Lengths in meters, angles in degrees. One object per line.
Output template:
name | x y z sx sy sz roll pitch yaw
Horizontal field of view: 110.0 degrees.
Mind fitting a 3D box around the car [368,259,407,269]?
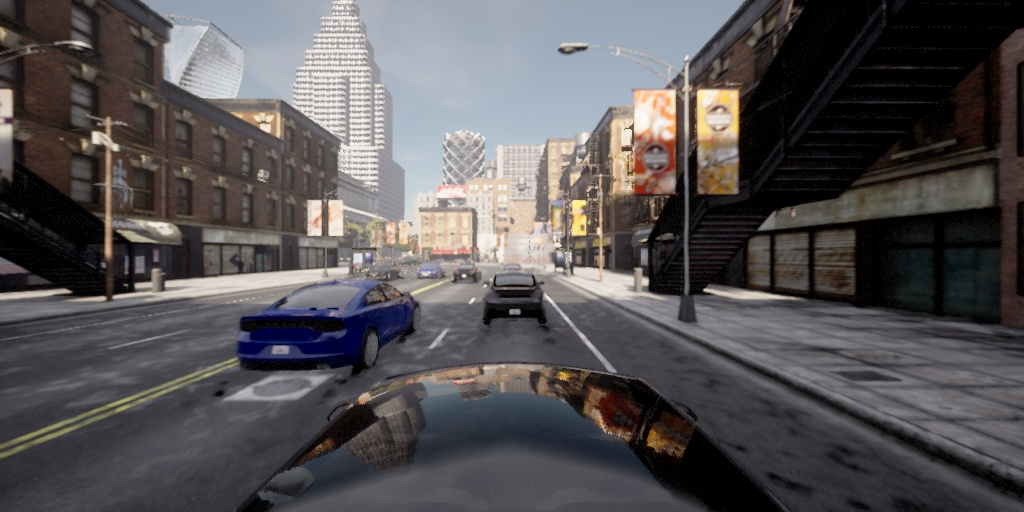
car | -10.665 1.266 30.052 1.837 1.490 4.892 0 0 0

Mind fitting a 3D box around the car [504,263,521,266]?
car | 0.024 1.268 28.300 1.812 1.442 4.674 0 0 0

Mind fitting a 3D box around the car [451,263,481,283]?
car | -3.465 1.275 28.290 1.812 1.442 4.674 0 0 0

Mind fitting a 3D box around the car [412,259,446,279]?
car | -7.169 1.280 32.088 1.812 1.442 4.674 0 0 0

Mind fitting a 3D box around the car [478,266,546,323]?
car | 0.073 1.253 12.067 1.837 1.490 4.892 0 0 0

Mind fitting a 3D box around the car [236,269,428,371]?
car | -3.427 1.232 7.793 1.882 1.535 5.008 0 0 0
